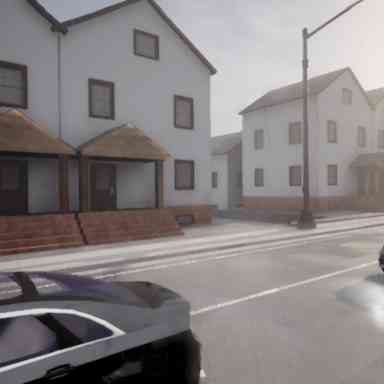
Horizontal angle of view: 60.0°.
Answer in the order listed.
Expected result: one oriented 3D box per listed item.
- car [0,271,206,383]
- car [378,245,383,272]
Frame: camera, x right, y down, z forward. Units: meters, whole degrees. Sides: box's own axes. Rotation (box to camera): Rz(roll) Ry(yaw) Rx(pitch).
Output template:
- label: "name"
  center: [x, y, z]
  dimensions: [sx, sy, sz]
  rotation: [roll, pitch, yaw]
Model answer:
- label: "car"
  center: [-2.170, 1.499, 2.433]
  dimensions: [4.902, 1.511, 2.128]
  rotation: [-1, 0, -36]
- label: "car"
  center: [6.876, 1.389, 8.919]
  dimensions: [4.674, 1.442, 1.812]
  rotation: [-1, 0, -36]
